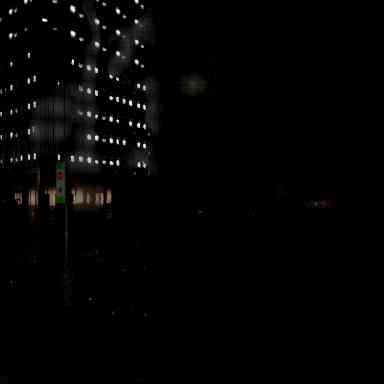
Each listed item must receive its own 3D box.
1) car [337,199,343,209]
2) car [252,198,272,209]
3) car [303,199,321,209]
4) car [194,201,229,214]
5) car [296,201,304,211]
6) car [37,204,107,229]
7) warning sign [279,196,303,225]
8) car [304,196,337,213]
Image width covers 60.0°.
[{"bbox_3d":[21.921,1.817,51.057,1.882,1.535,5.008,0,0,31],"label":"car"},{"bbox_3d":[10.997,1.686,51.920,2.128,1.511,4.902,0,0,32],"label":"car"},{"bbox_3d":[19.143,1.879,52.743,1.812,1.442,4.674,0,0,31],"label":"car"},{"bbox_3d":[2.411,1.808,39.031,2.033,1.411,5.357,0,-1,35],"label":"car"},{"bbox_3d":[14.128,1.900,44.679,1.895,1.301,4.718,0,-1,33],"label":"car"},{"bbox_3d":[-8.303,1.617,23.336,1.882,1.535,5.008,0,-1,34],"label":"car"},{"bbox_3d":[6.826,1.251,22.955,1.300,1.860,1.060,0,0,34],"label":"warning sign"},{"bbox_3d":[16.412,1.501,42.237,2.150,2.045,5.566,0,-1,34],"label":"car"}]
